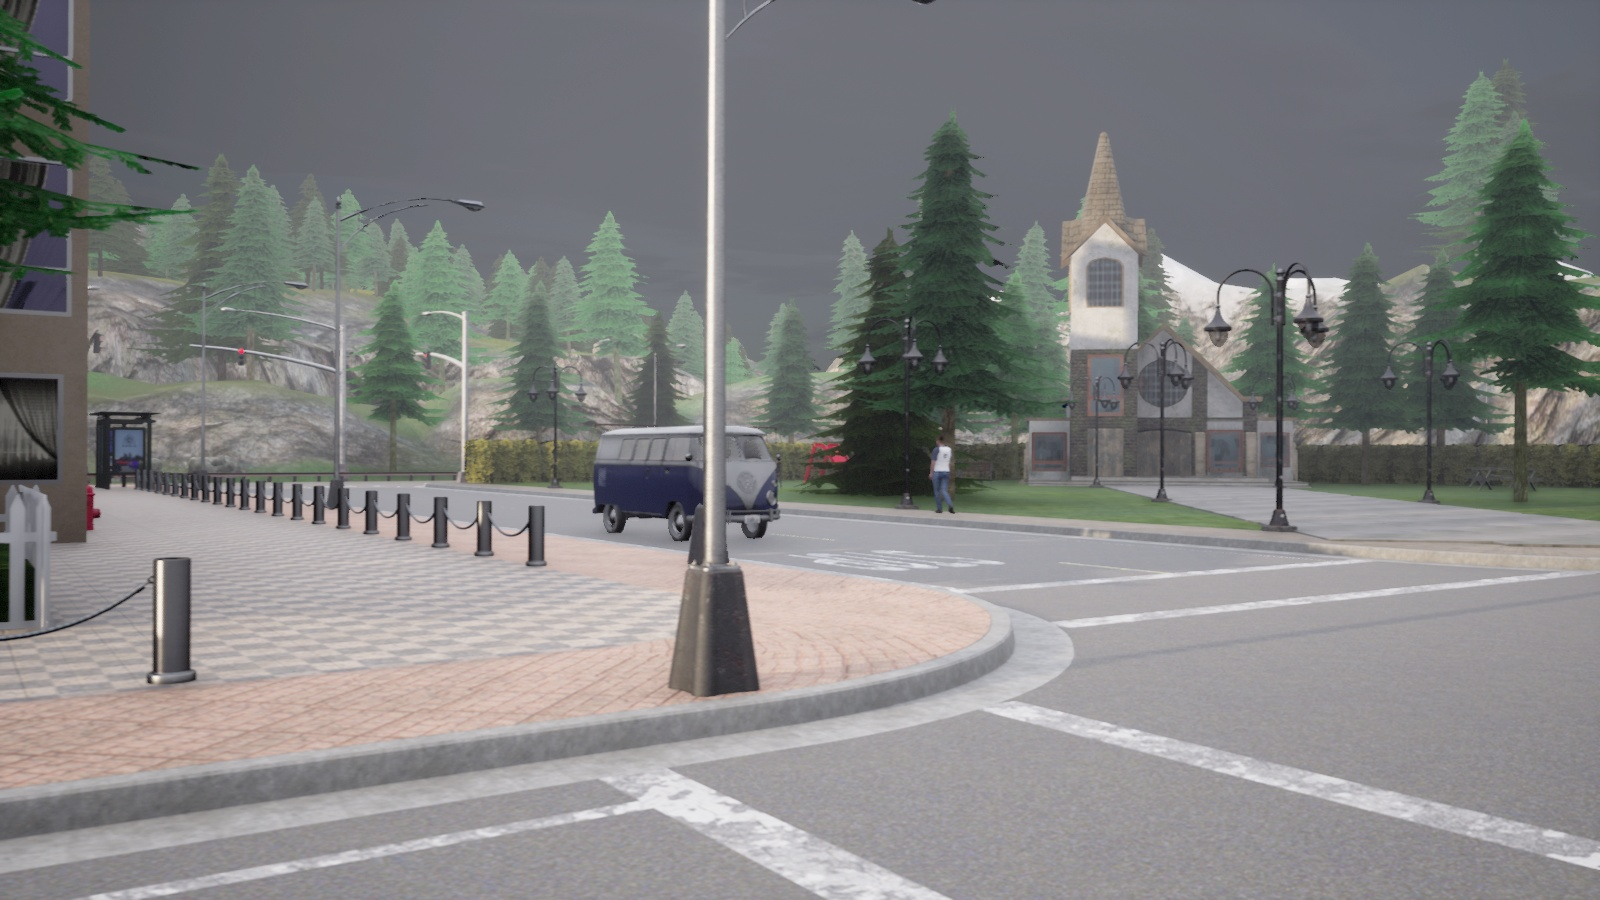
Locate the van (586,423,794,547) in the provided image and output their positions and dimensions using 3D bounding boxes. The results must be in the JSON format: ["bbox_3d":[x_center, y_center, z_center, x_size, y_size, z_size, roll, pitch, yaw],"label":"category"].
[{"bbox_3d":[-2.079,0.566,22.497,1.775,1.987,4.442,0,0,-34],"label":"van"}]

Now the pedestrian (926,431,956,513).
[{"bbox_3d":[3.203,0.495,28.575,0.354,1.836,0.706,0,0,-28],"label":"pedestrian"}]
